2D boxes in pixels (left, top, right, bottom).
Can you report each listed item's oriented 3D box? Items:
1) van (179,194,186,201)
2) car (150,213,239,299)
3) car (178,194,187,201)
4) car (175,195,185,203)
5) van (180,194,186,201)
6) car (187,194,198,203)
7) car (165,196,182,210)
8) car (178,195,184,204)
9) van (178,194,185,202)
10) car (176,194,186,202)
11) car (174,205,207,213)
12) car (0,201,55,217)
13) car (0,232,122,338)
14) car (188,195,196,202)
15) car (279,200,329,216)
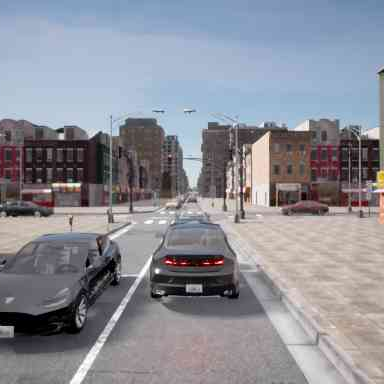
[{"bbox_3d":[-2.556,1.537,89.404,1.690,1.788,3.998,0,0,0],"label":"van"},{"bbox_3d":[0.078,1.507,8.470,1.837,1.490,4.892,0,0,1],"label":"car"},{"bbox_3d":[-2.576,1.553,66.982,1.967,1.590,4.097,0,0,0],"label":"car"},{"bbox_3d":[-2.571,1.573,72.587,1.967,1.590,4.097,0,0,0],"label":"car"},{"bbox_3d":[-2.551,1.560,95.010,1.690,1.788,3.998,0,0,0],"label":"van"},{"bbox_3d":[0.069,1.693,74.667,1.994,1.385,4.181,0,0,0],"label":"car"},{"bbox_3d":[-2.596,1.575,44.391,1.752,1.417,4.829,0,0,0],"label":"car"},{"bbox_3d":[-2.591,1.608,50.166,1.887,1.381,4.507,0,0,0],"label":"car"},{"bbox_3d":[-2.561,1.515,83.799,1.690,1.788,3.998,0,0,0],"label":"van"},{"bbox_3d":[-2.566,1.468,78.193,2.192,1.841,5.009,0,0,0],"label":"car"},{"bbox_3d":[0.043,1.610,17.681,1.895,1.301,4.718,0,0,1],"label":"car"},{"bbox_3d":[-14.739,1.542,29.474,4.892,1.490,1.837,0,0,0],"label":"car"},{"bbox_3d":[-2.628,1.567,6.791,1.947,1.339,4.313,0,0,0],"label":"car"},{"bbox_3d":[0.072,1.654,84.367,1.882,1.535,5.008,0,0,0],"label":"car"},{"bbox_3d":[10.866,1.538,32.364,4.674,1.442,1.812,0,0,0],"label":"car"}]
